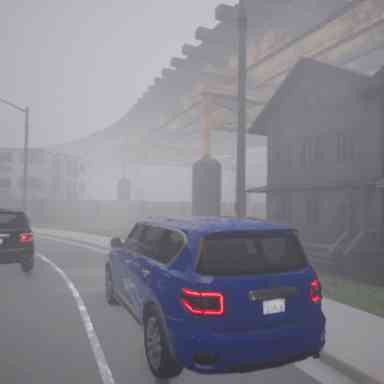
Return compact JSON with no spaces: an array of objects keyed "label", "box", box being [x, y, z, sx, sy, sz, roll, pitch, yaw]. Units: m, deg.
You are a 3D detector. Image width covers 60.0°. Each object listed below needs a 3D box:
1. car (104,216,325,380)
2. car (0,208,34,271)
[{"label":"car","box":[-0.161,1.459,6.204,2.150,2.045,5.566,2,-2,-24]},{"label":"car","box":[-7.000,1.561,11.708,2.150,2.045,5.566,2,-3,-33]}]
